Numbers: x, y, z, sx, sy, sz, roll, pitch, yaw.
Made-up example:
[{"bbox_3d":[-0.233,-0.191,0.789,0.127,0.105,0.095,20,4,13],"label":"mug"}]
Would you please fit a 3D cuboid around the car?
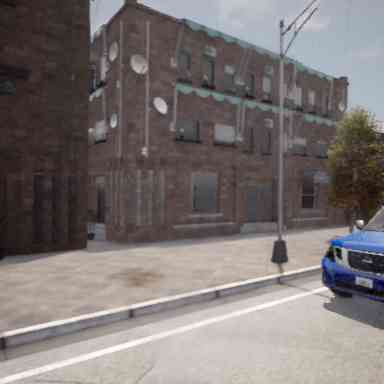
[{"bbox_3d":[5.271,1.237,7.439,5.566,2.045,2.150,0,0,-35],"label":"car"}]
